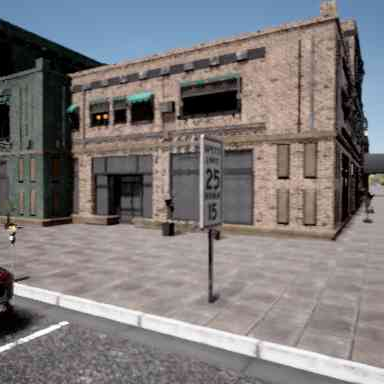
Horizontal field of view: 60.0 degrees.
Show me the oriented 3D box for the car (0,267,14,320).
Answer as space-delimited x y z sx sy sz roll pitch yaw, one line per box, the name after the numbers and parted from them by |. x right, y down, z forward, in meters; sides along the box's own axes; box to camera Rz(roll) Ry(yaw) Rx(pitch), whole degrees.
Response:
-4.852 1.510 5.641 4.313 1.339 1.947 0 1 30 | car
